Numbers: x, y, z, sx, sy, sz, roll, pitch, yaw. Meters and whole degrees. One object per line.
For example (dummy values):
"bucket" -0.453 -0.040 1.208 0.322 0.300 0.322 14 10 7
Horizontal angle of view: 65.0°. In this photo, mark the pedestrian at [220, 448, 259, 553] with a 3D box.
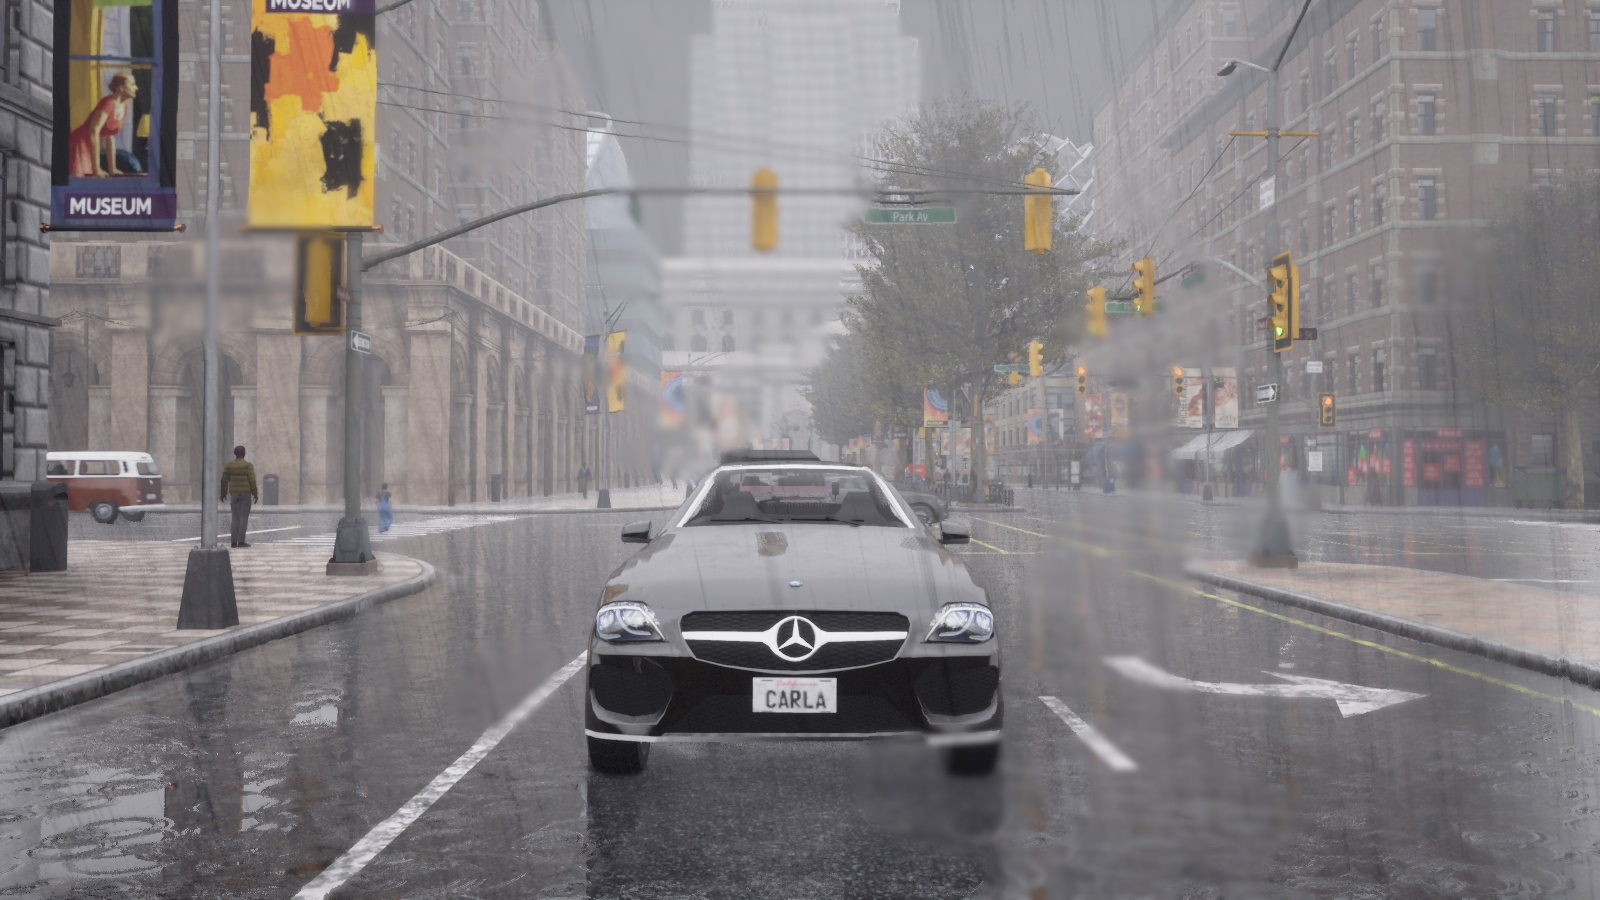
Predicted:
"pedestrian" -9.985 0.886 22.381 0.370 1.835 0.726 0 -1 1

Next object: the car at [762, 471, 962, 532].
"car" 1.606 1.322 33.290 4.902 1.511 2.128 0 -1 -12

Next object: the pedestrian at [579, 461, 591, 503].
"pedestrian" -10.175 1.507 59.417 0.423 1.949 0.788 0 -1 0

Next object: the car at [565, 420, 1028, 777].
"car" -0.025 0.733 8.363 2.152 1.651 5.027 0 -1 0

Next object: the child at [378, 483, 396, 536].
"child" -10.049 1.444 30.549 0.270 1.263 0.437 0 -1 1

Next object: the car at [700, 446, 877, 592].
"car" -0.294 0.918 18.273 1.905 1.878 3.866 0 -1 -11

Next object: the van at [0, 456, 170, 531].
"van" -20.694 1.219 35.734 4.480 2.038 2.069 0 -1 -1
